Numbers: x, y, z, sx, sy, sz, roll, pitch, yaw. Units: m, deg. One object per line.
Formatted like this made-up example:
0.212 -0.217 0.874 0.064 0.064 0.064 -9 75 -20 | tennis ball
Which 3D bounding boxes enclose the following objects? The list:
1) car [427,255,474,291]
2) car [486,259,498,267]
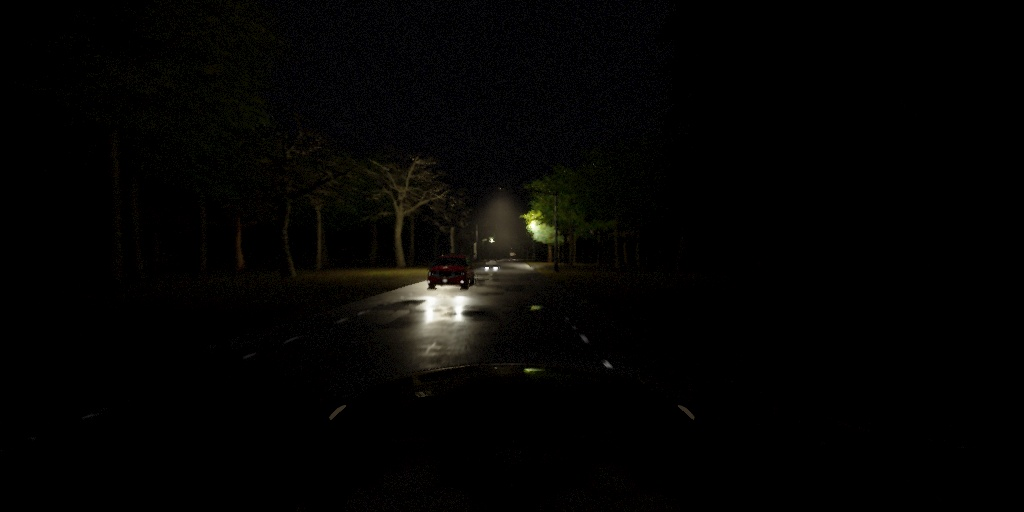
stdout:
-3.590 0.951 22.008 2.150 2.045 5.566 0 0 0 | car
-3.522 1.254 62.564 1.895 1.301 4.718 0 0 0 | car
